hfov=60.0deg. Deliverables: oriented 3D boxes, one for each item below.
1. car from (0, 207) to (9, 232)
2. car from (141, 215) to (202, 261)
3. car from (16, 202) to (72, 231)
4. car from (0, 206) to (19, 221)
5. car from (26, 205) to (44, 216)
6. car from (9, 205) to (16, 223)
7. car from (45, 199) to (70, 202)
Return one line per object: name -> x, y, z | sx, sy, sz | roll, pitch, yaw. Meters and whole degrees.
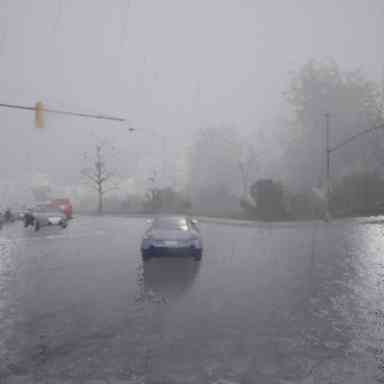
car -> -12.630, 1.620, 19.834 | 2.128, 1.511, 4.902 | 0, -1, -36
car -> -0.736, 1.511, 12.099 | 1.994, 1.385, 4.181 | 0, 0, -4
car -> -9.560, 1.587, 21.549 | 2.128, 1.511, 4.902 | 0, -1, -38
car -> -20.907, 2.385, 37.134 | 2.128, 1.511, 4.902 | 0, -3, -36
car -> -27.637, 3.268, 58.389 | 2.097, 1.767, 4.553 | 0, -3, -36
car -> -15.088, 1.901, 29.144 | 2.128, 1.511, 4.902 | 0, -2, -36
car -> -13.851, 1.741, 33.714 | 2.150, 2.045, 5.566 | 0, -3, -36
